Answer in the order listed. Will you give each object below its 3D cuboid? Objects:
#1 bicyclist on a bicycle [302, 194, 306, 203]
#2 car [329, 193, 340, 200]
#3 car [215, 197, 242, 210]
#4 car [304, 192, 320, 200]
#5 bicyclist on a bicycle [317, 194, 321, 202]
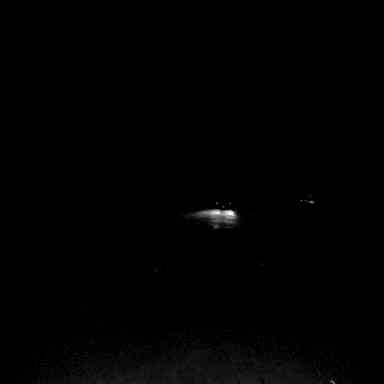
[{"bbox_3d":[19.207,1.139,57.094,0.582,1.620,1.656,3,2,35],"label":"bicyclist on a bicycle"},{"bbox_3d":[32.265,1.034,73.734,5.008,1.535,1.882,0,4,-42],"label":"car"},{"bbox_3d":[4.090,1.234,36.788,1.895,1.301,4.718,2,1,21],"label":"car"},{"bbox_3d":[25.786,0.825,71.360,1.837,1.490,4.892,4,3,43],"label":"car"},{"bbox_3d":[24.199,1.112,63.703,0.866,1.612,1.509,4,2,40],"label":"bicyclist on a bicycle"}]
